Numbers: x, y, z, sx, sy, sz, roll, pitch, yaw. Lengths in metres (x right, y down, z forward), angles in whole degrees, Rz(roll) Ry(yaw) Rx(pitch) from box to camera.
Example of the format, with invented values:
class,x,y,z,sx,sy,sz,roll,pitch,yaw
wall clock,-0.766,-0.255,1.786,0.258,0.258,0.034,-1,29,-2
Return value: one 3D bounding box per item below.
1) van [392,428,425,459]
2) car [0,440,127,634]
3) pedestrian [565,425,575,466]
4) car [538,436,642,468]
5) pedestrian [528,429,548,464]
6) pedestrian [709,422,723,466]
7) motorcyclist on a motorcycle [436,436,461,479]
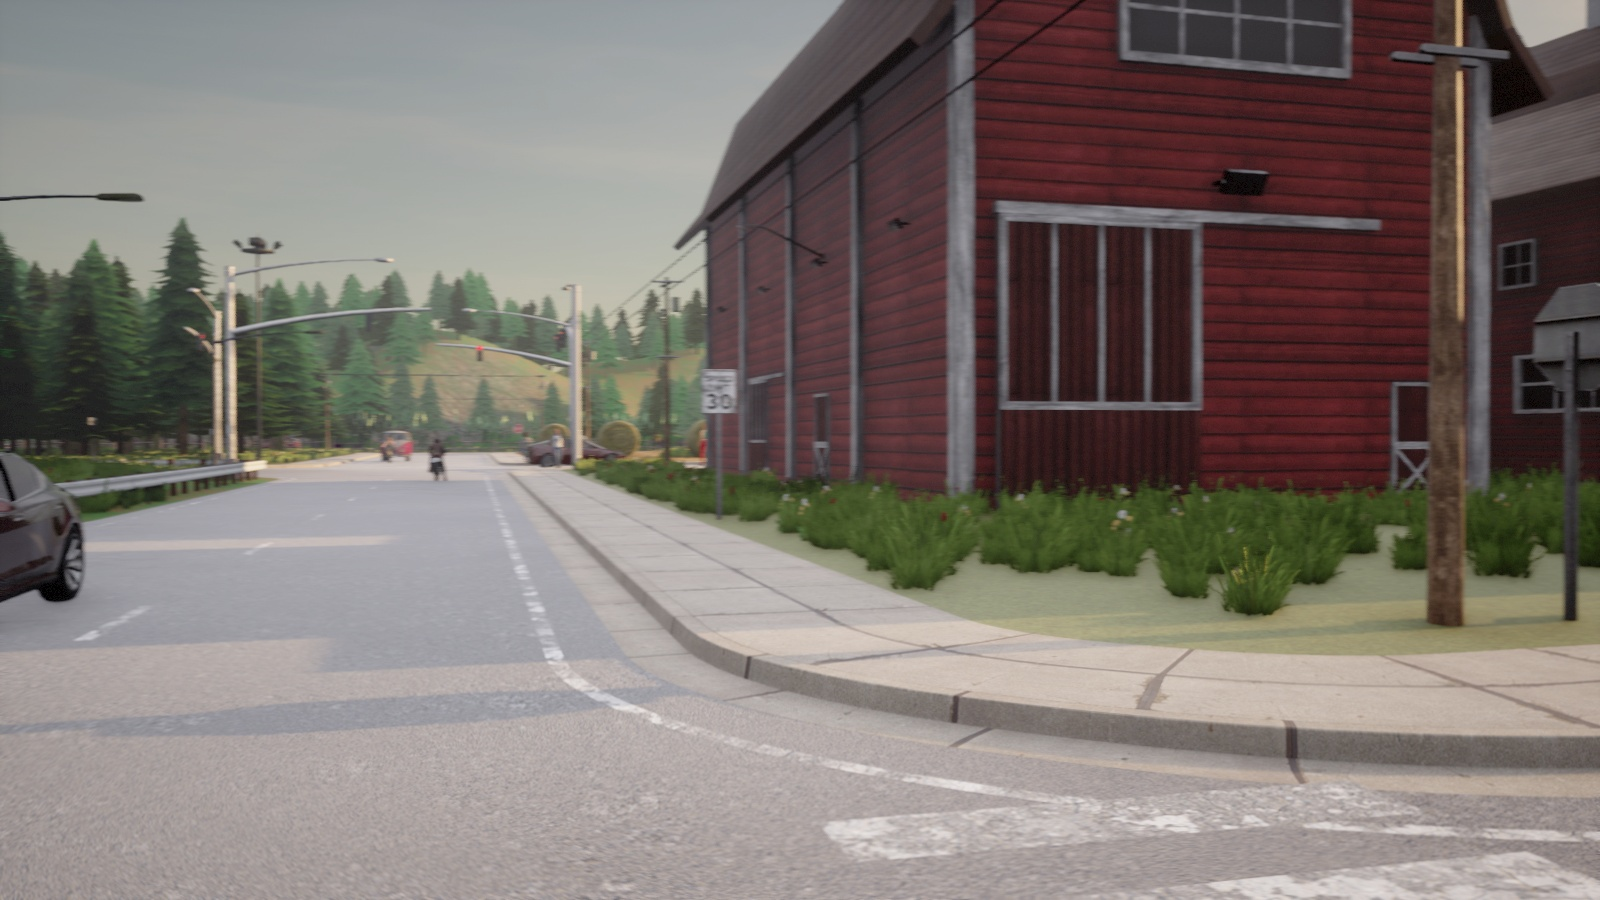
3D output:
class,x,y,z,sx,sy,sz,roll,pitch,yaw
van,-25.440,-0.449,81.726,1.775,1.987,4.442,0,1,-14
car,-7.574,0.673,10.668,2.163,1.488,4.792,0,1,-14
pedestrian,-10.376,-0.211,56.546,0.354,1.836,0.706,0,1,-4
car,-10.163,0.082,60.700,4.792,1.488,2.163,0,1,-15
pedestrian,-13.648,-0.185,65.380,0.874,1.855,0.900,0,1,-20
pedestrian,-3.582,-0.266,53.438,0.345,1.836,0.594,0,1,-31
motorcyclist on a motorcycle,-12.652,0.248,45.215,0.797,1.523,2.044,0,1,-14
